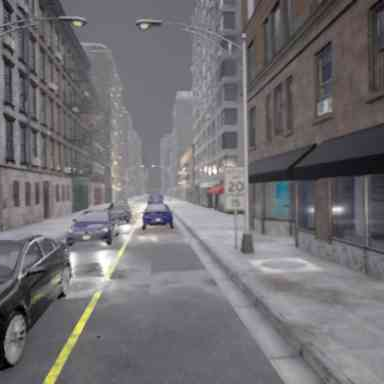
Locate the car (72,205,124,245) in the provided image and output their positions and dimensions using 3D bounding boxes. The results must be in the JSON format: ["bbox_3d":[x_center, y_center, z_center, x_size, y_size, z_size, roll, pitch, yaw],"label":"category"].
[{"bbox_3d":[-4.539,1.577,15.810,1.812,1.442,4.674,-1,0,-6],"label":"car"}]

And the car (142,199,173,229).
[{"bbox_3d":[-2.271,1.481,21.961,1.882,1.535,5.008,-1,0,-6],"label":"car"}]

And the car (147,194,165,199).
[{"bbox_3d":[-4.967,1.232,45.702,2.150,2.045,5.566,-1,0,-6],"label":"car"}]

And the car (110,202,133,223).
[{"bbox_3d":[-5.681,1.560,25.991,1.837,1.490,4.892,-1,0,-7],"label":"car"}]

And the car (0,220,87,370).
[{"bbox_3d":[-3.407,1.540,5.704,2.128,1.511,4.902,-1,0,-8],"label":"car"}]
